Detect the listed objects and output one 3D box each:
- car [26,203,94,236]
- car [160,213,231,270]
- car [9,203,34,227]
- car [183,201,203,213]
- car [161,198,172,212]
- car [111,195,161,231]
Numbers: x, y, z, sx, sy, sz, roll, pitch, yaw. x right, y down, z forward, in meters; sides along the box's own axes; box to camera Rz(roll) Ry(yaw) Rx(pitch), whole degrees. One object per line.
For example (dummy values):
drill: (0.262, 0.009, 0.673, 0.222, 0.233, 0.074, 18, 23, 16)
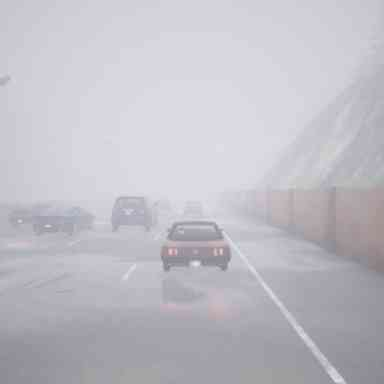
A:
car: (-6.905, 1.469, 18.412, 1.882, 1.535, 5.008, 0, 0, 0)
car: (0.096, 1.596, 10.969, 1.895, 1.301, 4.718, 0, 0, 0)
car: (-10.407, 1.495, 22.512, 1.837, 1.490, 4.892, 0, 0, 0)
car: (0.091, 1.534, 32.302, 2.033, 1.411, 5.357, 0, 0, 0)
car: (-3.411, 1.461, 39.265, 1.882, 1.535, 5.008, 0, 0, 0)
car: (-3.406, 1.212, 20.471, 2.150, 2.045, 5.566, 0, 0, 0)
